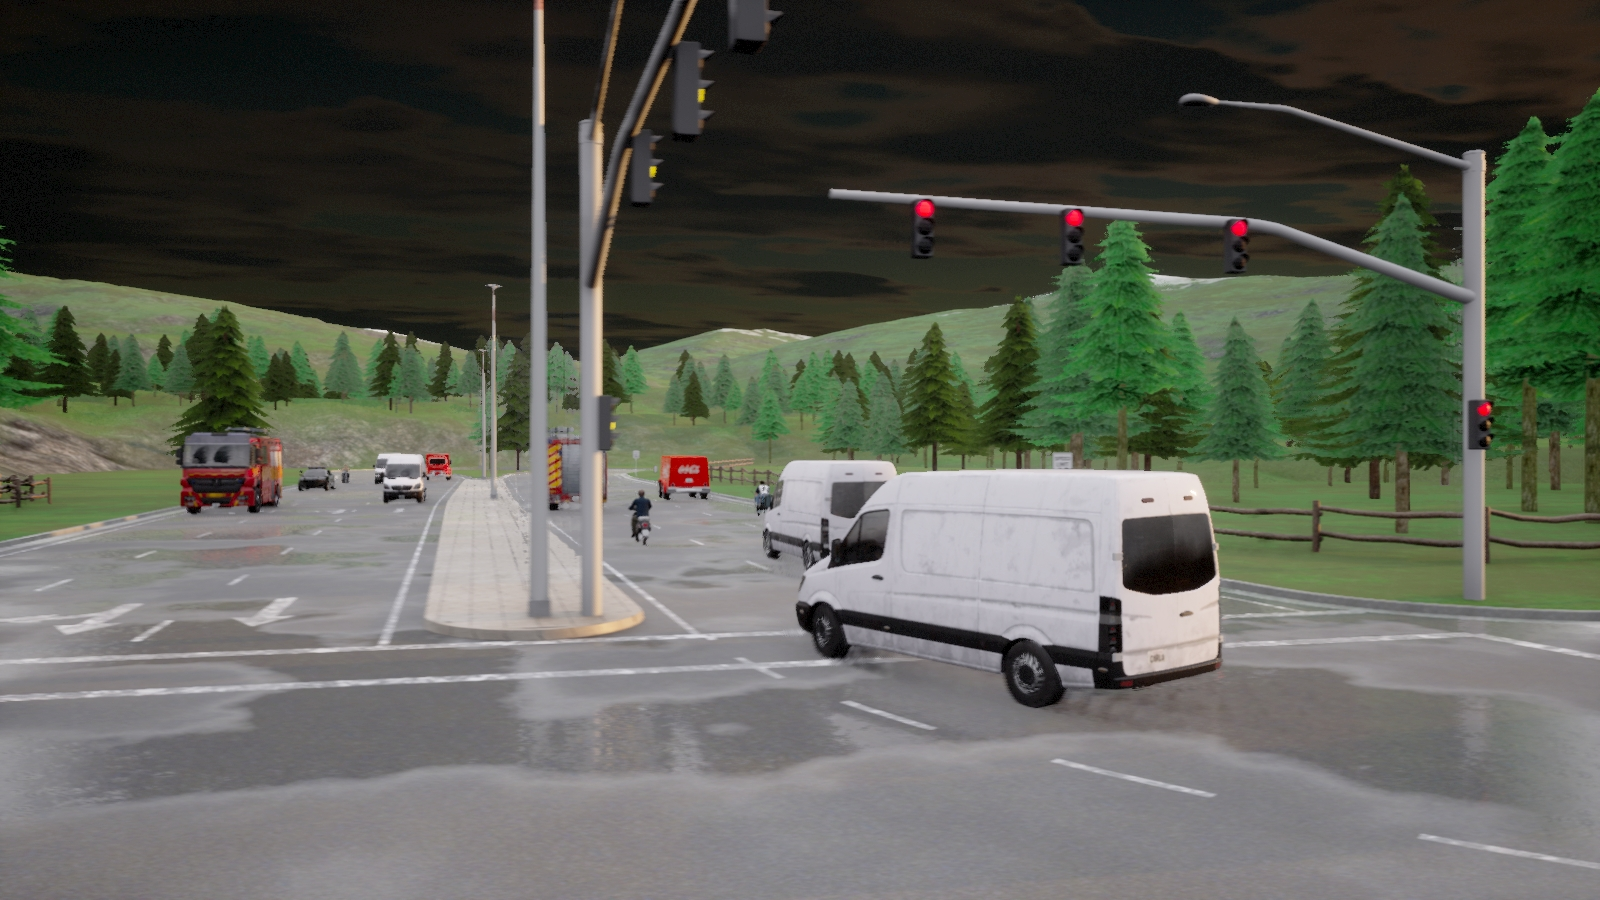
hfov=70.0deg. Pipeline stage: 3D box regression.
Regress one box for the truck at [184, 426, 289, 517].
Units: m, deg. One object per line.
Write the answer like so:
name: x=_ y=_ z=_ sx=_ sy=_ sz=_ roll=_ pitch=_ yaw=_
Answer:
truck: x=-25.711 y=0.894 z=52.518 sx=2.891 sy=3.827 sz=8.468 roll=0 pitch=0 yaw=-16

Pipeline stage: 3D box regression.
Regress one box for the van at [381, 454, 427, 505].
van: x=-21.366 y=1.533 z=61.850 sx=1.988 sy=2.561 sz=5.915 roll=0 pitch=0 yaw=-16

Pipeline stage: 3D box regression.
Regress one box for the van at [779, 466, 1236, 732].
van: x=2.257 y=1.529 z=14.396 sx=1.988 sy=2.561 sz=5.915 roll=-1 pitch=0 yaw=-36

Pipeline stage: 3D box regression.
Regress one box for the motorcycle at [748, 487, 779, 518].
motorcycle: x=-1.532 y=2.176 z=47.552 sx=0.803 sy=1.199 sz=2.033 roll=0 pitch=0 yaw=-17

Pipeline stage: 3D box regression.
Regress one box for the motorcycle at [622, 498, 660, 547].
motorcycle: x=-4.746 y=2.137 z=34.002 sx=0.856 sy=1.316 sz=1.805 roll=0 pitch=0 yaw=-17

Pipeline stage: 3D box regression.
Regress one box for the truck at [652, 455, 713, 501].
truck: x=-6.805 y=1.557 z=65.468 sx=2.627 sy=2.467 sz=5.204 roll=0 pitch=0 yaw=-16

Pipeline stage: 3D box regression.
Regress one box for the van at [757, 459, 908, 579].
van: x=0.630 y=1.528 z=27.966 sx=1.988 sy=2.561 sz=5.915 roll=0 pitch=0 yaw=-16
